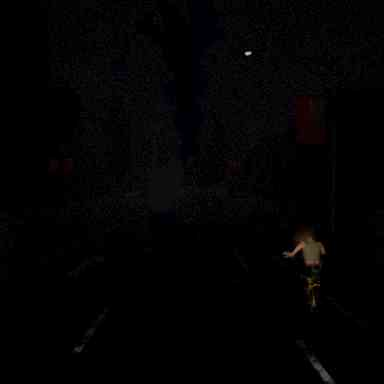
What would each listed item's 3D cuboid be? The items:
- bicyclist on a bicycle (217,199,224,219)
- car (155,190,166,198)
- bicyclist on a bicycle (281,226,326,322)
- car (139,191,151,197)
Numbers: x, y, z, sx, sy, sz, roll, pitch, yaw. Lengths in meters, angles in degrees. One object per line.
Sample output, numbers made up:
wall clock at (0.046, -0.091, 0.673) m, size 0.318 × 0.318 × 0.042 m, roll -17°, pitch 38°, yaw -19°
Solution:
bicyclist on a bicycle at (2.268, 1.346, 26.589) m, size 0.582 × 1.620 × 1.656 m, roll 2°, pitch -2°, yaw 0°
car at (-6.510, 0.357, 69.184) m, size 2.128 × 1.511 × 4.902 m, roll 0°, pitch 1°, yaw 0°
bicyclist on a bicycle at (2.153, 1.433, 6.240) m, size 0.866 × 1.612 × 1.509 m, roll 0°, pitch 0°, yaw 0°
car at (-9.760, 0.428, 69.155) m, size 1.895 × 1.301 × 4.718 m, roll 0°, pitch 1°, yaw 0°
